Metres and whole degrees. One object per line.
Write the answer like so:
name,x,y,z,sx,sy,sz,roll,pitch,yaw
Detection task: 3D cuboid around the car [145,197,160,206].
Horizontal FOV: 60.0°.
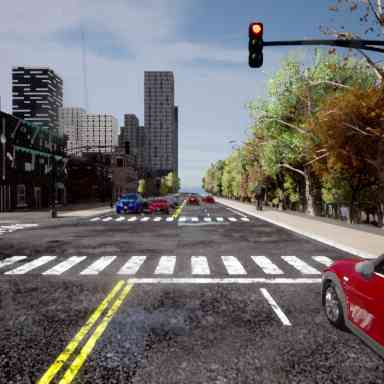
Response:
car,-6.551,1.544,55.537,1.994,1.385,4.181,0,0,1

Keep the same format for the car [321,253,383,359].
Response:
car,3.350,1.351,4.140,2.097,1.767,4.553,0,0,0

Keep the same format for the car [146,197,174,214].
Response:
car,-3.324,1.466,35.510,1.882,1.535,5.008,0,0,0

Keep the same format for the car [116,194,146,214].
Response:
car,-6.571,1.210,35.761,2.150,2.045,5.566,0,0,0

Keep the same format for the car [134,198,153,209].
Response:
car,-6.567,1.585,45.508,1.895,1.301,4.718,0,0,0

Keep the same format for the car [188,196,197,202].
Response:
car,0.030,1.522,75.778,1.994,1.385,4.181,0,0,0

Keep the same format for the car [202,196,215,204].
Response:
car,3.373,1.453,65.312,1.882,1.535,5.008,0,0,0

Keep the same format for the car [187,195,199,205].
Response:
car,0.121,1.330,57.699,2.097,1.767,4.553,0,0,0

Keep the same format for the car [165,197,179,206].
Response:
car,-3.303,1.527,55.982,2.033,1.411,5.357,0,0,0

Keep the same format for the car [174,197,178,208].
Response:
car,-3.315,1.532,45.409,2.033,1.411,5.357,0,0,0

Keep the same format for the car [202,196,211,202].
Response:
car,3.279,1.522,75.455,1.994,1.385,4.181,0,0,0
